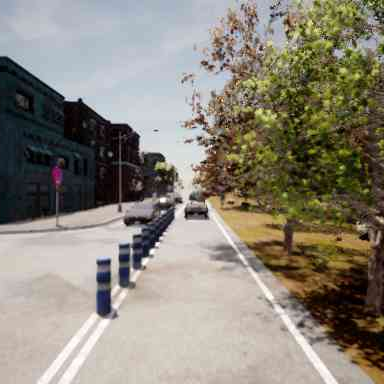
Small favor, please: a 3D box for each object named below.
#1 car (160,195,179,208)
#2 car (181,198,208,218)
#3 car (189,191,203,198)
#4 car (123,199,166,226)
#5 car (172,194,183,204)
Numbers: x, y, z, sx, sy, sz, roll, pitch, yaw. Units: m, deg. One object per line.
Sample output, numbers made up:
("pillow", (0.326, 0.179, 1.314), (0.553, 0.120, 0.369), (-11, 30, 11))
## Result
("car", (-2.909, 1.322, 37.882), (1.895, 1.301, 4.718), (0, 1, 1))
("car", (0.351, 1.412, 28.292), (1.895, 1.301, 4.718), (0, 1, 1))
("car", (0.786, 0.837, 48.866), (2.150, 2.045, 5.566), (0, 1, 1))
("car", (-3.187, 1.409, 22.181), (2.033, 1.411, 5.357), (0, 0, 1))
("car", (-2.515, 1.047, 53.556), (1.882, 1.535, 5.008), (0, 0, 2))
